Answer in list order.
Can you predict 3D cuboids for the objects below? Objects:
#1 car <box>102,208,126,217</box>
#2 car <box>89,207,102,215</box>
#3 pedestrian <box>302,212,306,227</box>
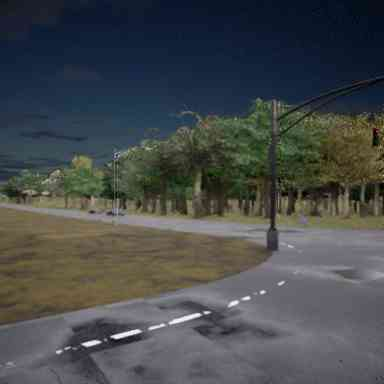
[{"bbox_3d":[-12.858,3.389,56.005,2.033,1.411,5.357,1,-2,-33],"label":"car"},{"bbox_3d":[-18.566,3.633,64.550,2.128,1.511,4.902,1,-2,-33],"label":"car"},{"bbox_3d":[9.683,2.307,28.689,0.375,1.300,0.375,-1,1,-33],"label":"pedestrian"}]
